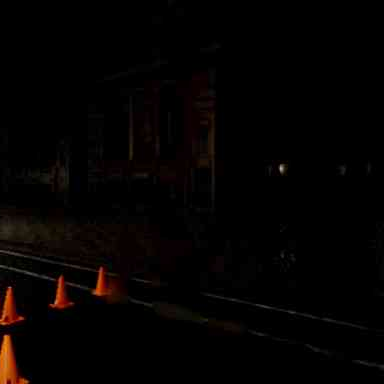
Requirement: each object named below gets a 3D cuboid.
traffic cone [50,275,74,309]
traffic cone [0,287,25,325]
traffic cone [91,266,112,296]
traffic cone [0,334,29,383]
[{"bbox_3d":[-2.614,1.972,6.674,0.340,0.580,0.340,0,0,36],"label":"traffic cone"},{"bbox_3d":[-3.196,1.970,5.862,0.340,0.580,0.340,0,0,36],"label":"traffic cone"},{"bbox_3d":[-2.031,1.973,7.487,0.340,0.580,0.340,0,0,36],"label":"traffic cone"},{"bbox_3d":[-2.153,1.965,3.884,0.340,0.580,0.340,0,0,36],"label":"traffic cone"}]
